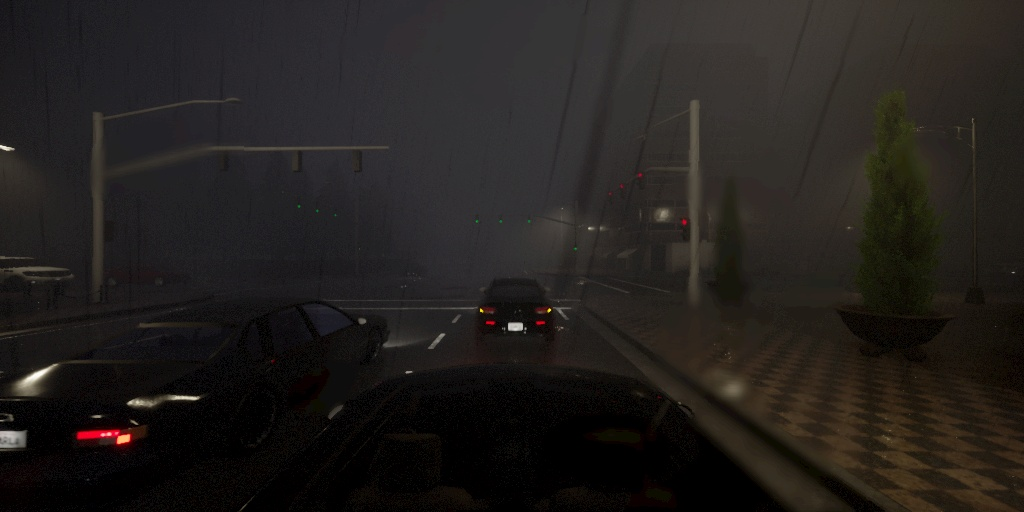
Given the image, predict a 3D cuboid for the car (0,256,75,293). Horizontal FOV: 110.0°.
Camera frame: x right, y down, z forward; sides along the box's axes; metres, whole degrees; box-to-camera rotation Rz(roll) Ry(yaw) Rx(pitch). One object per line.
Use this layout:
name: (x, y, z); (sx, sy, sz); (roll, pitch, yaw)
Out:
car: (-29.366, 1.026, 21.021); (5.566, 2.045, 2.150); (0, 0, 0)

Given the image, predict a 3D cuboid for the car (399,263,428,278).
car: (-9.553, 1.388, 35.088); (1.994, 1.385, 4.181); (0, 1, -1)

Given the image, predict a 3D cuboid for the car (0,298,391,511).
car: (-3.437, 1.298, 4.958); (2.033, 1.411, 5.357); (0, 0, 0)

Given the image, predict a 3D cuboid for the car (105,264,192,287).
car: (-24.874, 1.283, 24.550); (5.008, 1.535, 1.882); (0, 0, 0)

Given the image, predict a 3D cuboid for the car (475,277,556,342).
car: (0.077, 1.276, 9.639); (1.812, 1.442, 4.674); (0, 0, 0)

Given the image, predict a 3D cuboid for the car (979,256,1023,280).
car: (46.241, 1.028, 32.157); (5.566, 2.045, 2.150); (0, 0, 0)

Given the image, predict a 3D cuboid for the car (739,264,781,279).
car: (21.083, 1.406, 32.061); (4.718, 1.301, 1.895); (0, 0, 0)
